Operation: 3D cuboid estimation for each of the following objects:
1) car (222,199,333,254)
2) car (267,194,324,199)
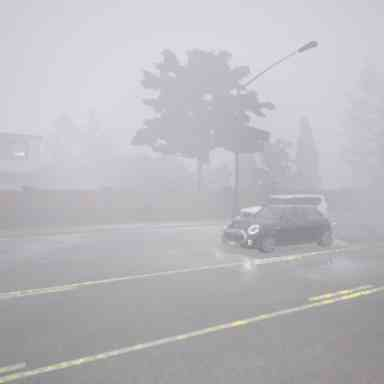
[{"bbox_3d":[3.446,1.309,13.365,4.553,1.767,2.097,0,0,-29],"label":"car"},{"bbox_3d":[5.136,1.162,18.288,5.566,2.045,2.150,0,0,-29],"label":"car"}]
